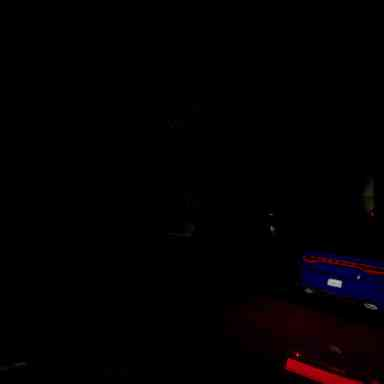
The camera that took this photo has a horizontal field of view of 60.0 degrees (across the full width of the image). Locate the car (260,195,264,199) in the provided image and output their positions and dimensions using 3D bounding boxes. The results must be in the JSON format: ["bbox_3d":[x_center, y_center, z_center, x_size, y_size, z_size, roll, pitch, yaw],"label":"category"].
[{"bbox_3d":[3.992,1.224,26.925,2.150,2.045,5.566,0,0,41],"label":"car"}]

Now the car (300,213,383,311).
[{"bbox_3d":[4.445,1.477,7.588,5.008,1.535,1.882,0,0,-41],"label":"car"}]

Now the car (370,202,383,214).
[{"bbox_3d":[12.623,1.352,20.752,2.097,1.767,4.553,0,0,40],"label":"car"}]

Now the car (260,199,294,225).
[{"bbox_3d":[6.102,1.492,24.078,2.128,1.511,4.902,0,0,41],"label":"car"}]
